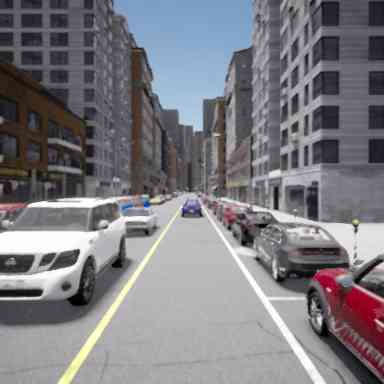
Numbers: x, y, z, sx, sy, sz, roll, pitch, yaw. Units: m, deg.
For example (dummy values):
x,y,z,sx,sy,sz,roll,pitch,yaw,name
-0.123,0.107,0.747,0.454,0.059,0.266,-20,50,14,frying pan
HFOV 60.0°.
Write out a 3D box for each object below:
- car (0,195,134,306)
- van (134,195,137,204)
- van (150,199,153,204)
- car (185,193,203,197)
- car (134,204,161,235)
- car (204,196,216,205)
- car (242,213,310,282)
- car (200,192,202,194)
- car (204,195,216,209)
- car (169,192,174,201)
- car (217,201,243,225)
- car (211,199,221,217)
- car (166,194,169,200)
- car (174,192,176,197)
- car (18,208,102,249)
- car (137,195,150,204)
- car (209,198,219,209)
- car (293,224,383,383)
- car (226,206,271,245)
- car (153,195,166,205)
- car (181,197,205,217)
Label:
x,y,z,sx,sy,sz,roll,pitch,yaw,name
-3.094,1.197,8.336,2.150,2.045,5.566,0,0,0,car
-5.679,1.259,26.052,1.690,1.788,3.998,0,0,0,van
-5.680,1.220,37.103,1.690,1.788,3.998,0,0,0,van
0.041,1.340,45.558,2.128,1.511,4.902,0,0,0,car
-3.047,1.544,18.510,1.895,1.301,4.718,0,0,1,car
2.837,1.397,53.685,1.802,1.307,4.206,0,0,0,car
2.853,1.522,9.478,2.008,1.369,4.403,0,0,0,car
2.834,1.235,59.210,1.967,1.590,4.097,0,0,0,car
2.841,1.408,42.634,2.008,1.369,4.403,0,0,0,car
-5.697,1.261,75.615,1.752,1.417,4.829,0,0,0,car
2.849,1.481,20.530,1.887,1.381,4.507,0,0,0,car
2.847,1.468,26.056,2.008,1.369,4.403,0,0,0,car
-5.691,1.235,59.208,1.967,1.590,4.097,0,0,0,car
-5.699,1.267,81.311,2.008,1.369,4.403,0,0,0,car
-5.675,1.505,15.002,2.008,1.369,4.403,0,0,0,car
-5.681,1.213,31.578,2.192,1.841,5.009,0,0,0,car
2.845,1.480,31.582,1.802,1.307,4.206,0,0,0,car
2.854,1.428,3.951,1.967,1.590,4.097,0,0,0,car
2.851,1.520,15.004,1.947,1.339,4.313,0,0,0,car
-5.689,1.342,53.512,1.752,1.417,4.829,0,0,0,car
0.002,1.429,30.220,1.812,1.442,4.674,0,0,0,car
